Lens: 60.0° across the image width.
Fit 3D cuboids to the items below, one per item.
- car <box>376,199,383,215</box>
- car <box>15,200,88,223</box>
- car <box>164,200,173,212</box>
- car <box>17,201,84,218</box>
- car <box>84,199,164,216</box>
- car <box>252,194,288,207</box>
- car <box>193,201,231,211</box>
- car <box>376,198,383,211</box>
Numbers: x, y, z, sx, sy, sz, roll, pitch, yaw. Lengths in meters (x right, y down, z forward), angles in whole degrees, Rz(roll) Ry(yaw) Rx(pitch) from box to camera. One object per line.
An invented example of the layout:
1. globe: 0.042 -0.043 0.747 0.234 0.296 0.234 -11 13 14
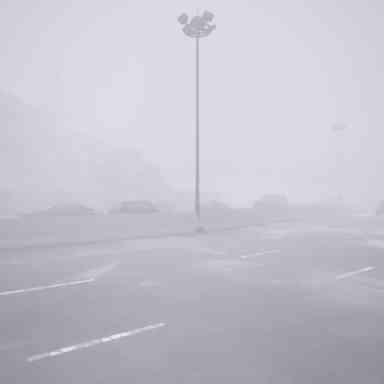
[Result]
1. car: 19.387 1.547 32.866 2.033 1.411 5.357 0 0 33
2. car: -11.033 1.477 26.318 5.008 1.535 1.882 0 0 -37
3. car: -4.126 1.525 36.788 1.812 1.442 4.674 0 0 44
4. car: -9.255 1.477 23.319 5.008 1.535 1.882 0 0 -37
5. car: -4.534 1.353 22.521 4.553 1.767 2.097 0 0 -39
6. car: 8.491 1.224 35.692 2.150 2.045 5.566 0 0 37
7. car: 2.022 1.564 33.059 1.994 1.385 4.181 0 0 42
8. car: 24.569 1.547 41.908 2.033 1.411 5.357 0 0 26
